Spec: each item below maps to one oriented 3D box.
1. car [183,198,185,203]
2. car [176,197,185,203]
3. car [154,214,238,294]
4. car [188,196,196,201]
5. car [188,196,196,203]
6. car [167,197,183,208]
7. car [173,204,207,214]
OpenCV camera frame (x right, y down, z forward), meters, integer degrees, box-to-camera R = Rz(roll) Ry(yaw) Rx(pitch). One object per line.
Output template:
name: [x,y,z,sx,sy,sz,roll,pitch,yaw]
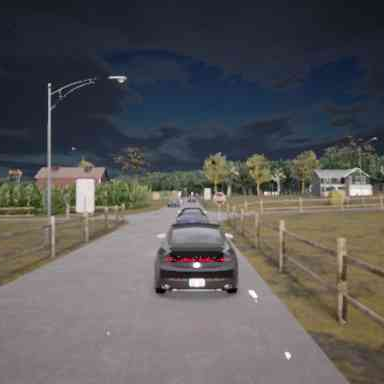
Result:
car: [-2.805,1.926,68.576,1.895,1.301,4.718,0,0,0]
car: [-2.811,1.967,82.294,1.895,1.301,4.718,0,0,0]
car: [0.092,1.560,8.933,1.837,1.490,4.892,0,-1,0]
car: [-0.065,1.793,90.784,2.033,1.411,5.357,0,0,0]
car: [-0.060,1.922,80.770,1.994,1.385,4.181,0,0,0]
car: [-2.886,1.824,52.886,1.994,1.385,4.181,0,0,0]
car: [0.009,1.689,21.130,1.994,1.385,4.181,0,0,-1]
